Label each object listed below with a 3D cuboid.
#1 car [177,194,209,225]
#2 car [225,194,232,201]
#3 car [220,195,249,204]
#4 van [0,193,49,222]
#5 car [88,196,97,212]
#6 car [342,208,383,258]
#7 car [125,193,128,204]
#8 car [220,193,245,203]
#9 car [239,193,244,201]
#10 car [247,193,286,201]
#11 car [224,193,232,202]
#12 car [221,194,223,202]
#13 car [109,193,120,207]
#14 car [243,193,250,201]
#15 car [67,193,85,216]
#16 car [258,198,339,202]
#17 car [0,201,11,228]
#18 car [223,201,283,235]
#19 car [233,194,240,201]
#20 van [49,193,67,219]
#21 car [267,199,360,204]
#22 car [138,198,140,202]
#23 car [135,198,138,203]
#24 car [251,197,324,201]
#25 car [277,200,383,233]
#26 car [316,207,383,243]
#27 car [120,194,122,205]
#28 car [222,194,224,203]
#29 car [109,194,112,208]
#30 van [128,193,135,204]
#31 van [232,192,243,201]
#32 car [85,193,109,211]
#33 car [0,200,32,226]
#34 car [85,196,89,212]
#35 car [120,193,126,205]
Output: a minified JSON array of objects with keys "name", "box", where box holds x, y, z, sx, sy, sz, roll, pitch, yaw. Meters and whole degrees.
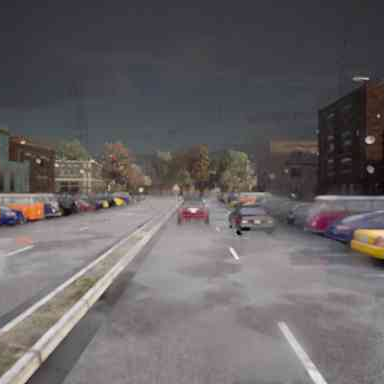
[{"name":"car","box":[0.092,1.243,23.376,2.097,1.767,4.553,0,0,0]},{"name":"car","box":[7.440,1.337,43.288,5.366,1.575,1.946,0,0,0]},{"name":"car","box":[7.625,1.312,59.835,5.008,1.535,2.097,0,0,0]},{"name":"van","box":[-12.669,1.137,22.861,4.442,1.987,1.878,0,0,0]},{"name":"car","box":[-12.544,1.384,33.912,4.674,1.452,2.002,0,0,0]},{"name":"car","box":[7.822,1.420,10.202,5.366,1.575,1.946,0,0,0]},{"name":"car","box":[-12.571,1.216,50.652,4.553,1.767,2.185,0,0,0]},{"name":"car","box":[7.588,1.173,62.597,4.553,1.767,2.185,0,0,0]},{"name":"car","box":[7.659,1.221,35.015,4.553,1.767,2.185,0,0,0]},{"name":"car","box":[7.599,1.230,29.501,4.553,1.767,2.185,0,0,0]},{"name":"car","box":[7.653,1.087,46.045,5.566,2.045,2.435,0,0,0]},{"name":"car","box":[7.591,1.203,54.321,4.553,1.767,2.185,0,0,0]},{"name":"car","box":[-12.572,1.090,42.315,5.566,2.045,2.435,0,0,0]},{"name":"car","box":[7.660,1.225,32.259,4.553,1.767,2.185,0,0,0]},{"name":"car","box":[-12.578,1.100,28.418,5.566,2.045,2.435,0,0,0]},{"name":"car","box":[7.626,1.370,23.987,4.892,1.521,2.231,0,0,0]},{"name":"car","box":[-12.525,1.408,17.303,4.792,1.488,2.163,0,0,0]},{"name":"car","box":[3.100,1.456,18.164,2.033,1.411,5.357,0,0,0]},{"name":"car","box":[7.633,1.344,37.773,5.008,1.535,2.097,0,0,0]},{"name":"van","box":[-12.434,1.130,25.638,4.442,1.987,1.878,0,0,0]},{"name":"car","box":[7.627,1.379,21.230,4.892,1.521,2.231,0,0,0]},{"name":"car","box":[-12.504,1.323,64.432,4.792,1.488,2.163,0,0,0]},{"name":"car","box":[-12.567,1.199,58.996,4.553,1.767,2.185,0,0,0]},{"name":"car","box":[7.625,1.364,26.745,4.892,1.521,2.231,0,0,0]},{"name":"car","box":[7.628,1.388,18.474,4.892,1.521,2.231,0,0,0]},{"name":"car","box":[7.633,1.450,12.960,4.674,1.452,2.002,0,0,0]},{"name":"car","box":[-12.548,1.343,45.093,4.892,1.521,2.231,0,0,0]},{"name":"car","box":[7.629,1.336,51.559,4.892,1.521,2.231,0,0,0]},{"name":"car","box":[-12.730,1.338,39.535,5.366,1.575,1.946,0,0,0]},{"name":"van","box":[-12.421,1.110,56.088,4.442,1.987,1.878,0,0,0]},{"name":"van","box":[7.510,1.115,40.530,4.442,1.987,1.878,0,0,0]},{"name":"car","box":[-12.517,1.092,36.630,5.566,2.045,2.435,0,0,0]},{"name":"car","box":[-12.551,1.411,19.957,4.674,1.452,2.002,0,0,0]},{"name":"car","box":[-12.546,1.387,31.198,4.674,1.452,2.002,0,0,0]},{"name":"car","box":[-12.536,1.341,47.748,5.008,1.535,2.097,0,0,0]}]
